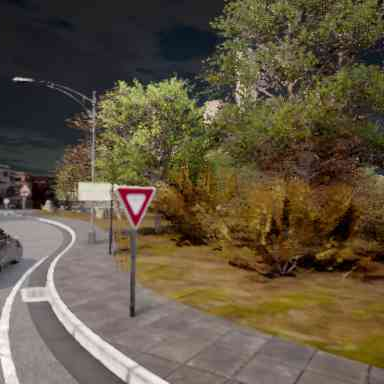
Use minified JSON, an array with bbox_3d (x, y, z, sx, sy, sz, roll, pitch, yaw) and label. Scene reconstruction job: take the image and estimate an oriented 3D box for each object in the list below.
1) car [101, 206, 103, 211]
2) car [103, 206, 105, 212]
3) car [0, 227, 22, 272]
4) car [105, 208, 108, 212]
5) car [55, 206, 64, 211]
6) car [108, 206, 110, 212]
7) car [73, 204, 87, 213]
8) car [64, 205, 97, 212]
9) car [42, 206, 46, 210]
[{"bbox_3d":[-21.629,3.586,68.842,4.892,1.521,2.231,1,-4,-6],"label":"car"},{"bbox_3d":[-21.874,3.809,71.573,4.792,1.488,2.163,1,-4,-6],"label":"car"},{"bbox_3d":[-6.655,1.804,10.284,1.837,1.490,4.892,0,-1,-17],"label":"car"},{"bbox_3d":[-22.355,3.961,74.295,5.366,1.575,1.946,1,-4,-6],"label":"car"},{"bbox_3d":[-27.471,3.733,71.620,2.128,1.511,4.902,1,-4,-6],"label":"car"},{"bbox_3d":[-22.734,4.212,79.783,4.553,1.767,2.185,1,-4,-6],"label":"car"},{"bbox_3d":[-28.849,4.332,85.774,2.150,2.045,5.566,1,-4,-6],"label":"car"},{"bbox_3d":[-21.107,3.193,63.372,4.892,1.521,2.231,1,-4,-5],"label":"car"},{"bbox_3d":[-30.705,3.624,71.311,1.882,1.535,5.008,1,-4,-6],"label":"car"}]
